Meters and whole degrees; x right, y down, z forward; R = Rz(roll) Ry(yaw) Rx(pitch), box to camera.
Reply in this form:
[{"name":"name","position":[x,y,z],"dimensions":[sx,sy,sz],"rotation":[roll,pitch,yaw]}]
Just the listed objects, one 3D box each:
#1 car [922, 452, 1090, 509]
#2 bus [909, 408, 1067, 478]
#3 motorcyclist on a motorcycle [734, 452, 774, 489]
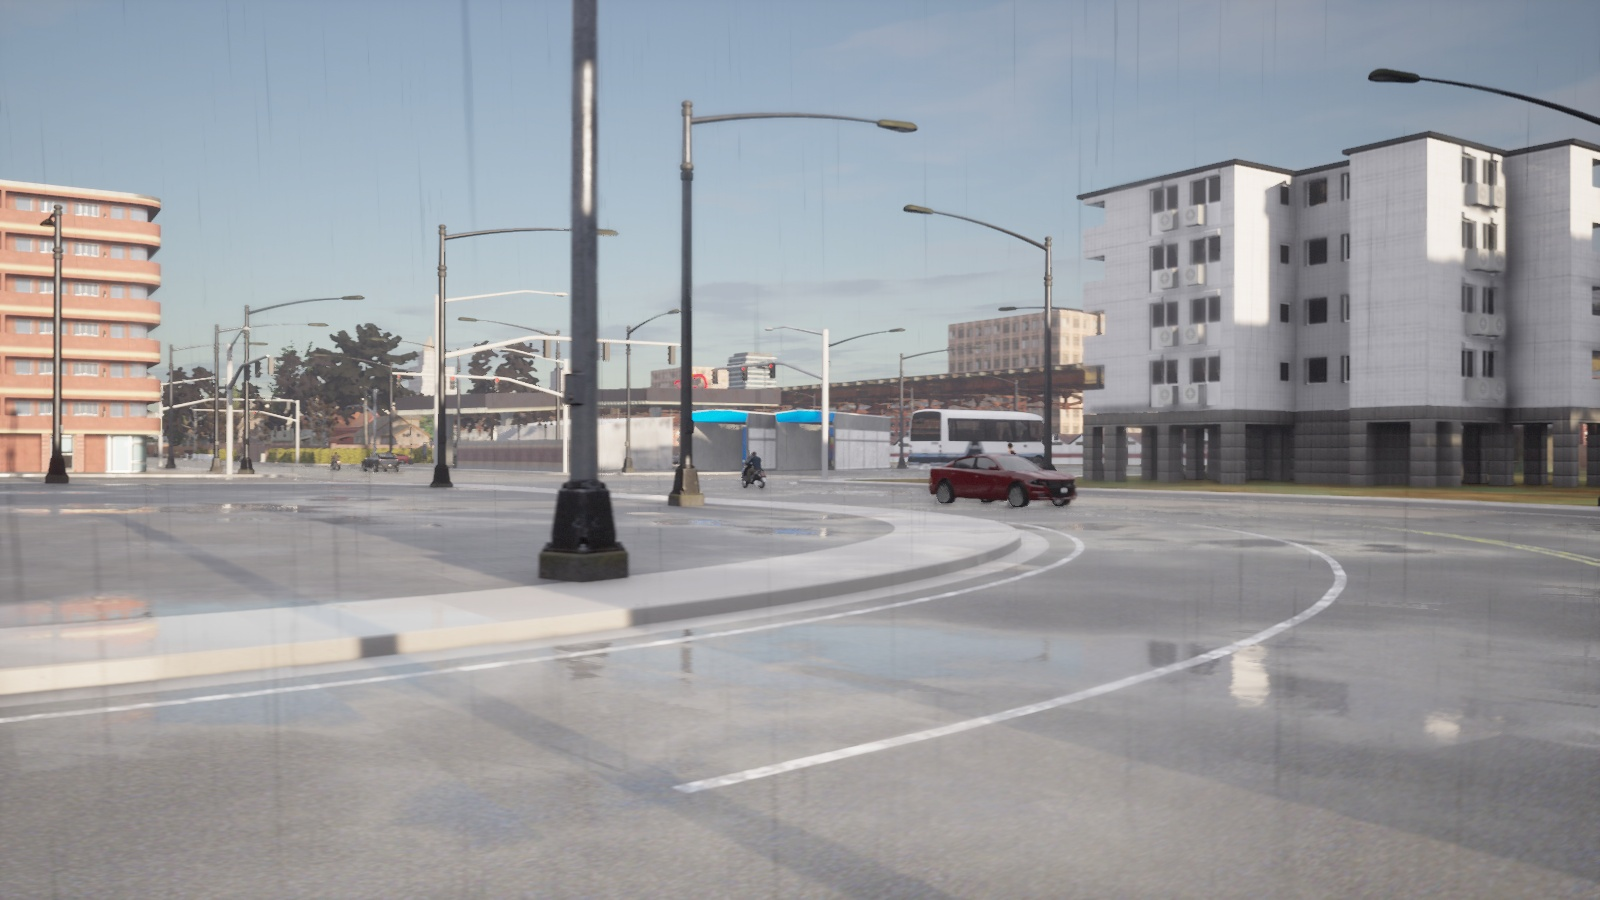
[{"name":"car","position":[5.871,0.820,36.419],"dimensions":[1.882,1.535,5.008],"rotation":[0,0,-34]},{"name":"bus","position":[12.096,-0.415,80.194],"dimensions":[10.273,4.253,3.944],"rotation":[0,0,-37]},{"name":"motorcyclist on a motorcycle","position":[-1.976,0.870,53.880],"dimensions":[0.866,1.590,1.817],"rotation":[0,0,-34]}]
